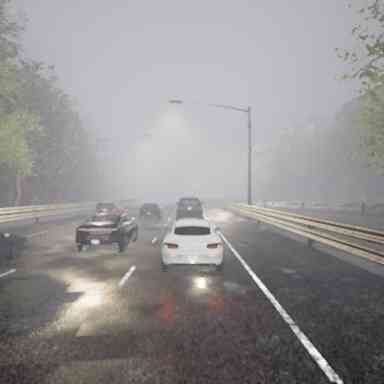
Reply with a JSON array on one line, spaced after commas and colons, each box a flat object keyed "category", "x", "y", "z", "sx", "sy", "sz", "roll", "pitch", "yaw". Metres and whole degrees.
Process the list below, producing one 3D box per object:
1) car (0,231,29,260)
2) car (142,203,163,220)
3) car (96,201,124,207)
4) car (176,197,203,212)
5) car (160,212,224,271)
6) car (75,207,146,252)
[{"category": "car", "x": -6.984, "y": 1.626, "z": 9.896, "sx": 2.033, "sy": 1.411, "sz": 5.357, "roll": 0, "pitch": 0, "yaw": 0}, {"category": "car", "x": -3.781, "y": 1.737, "z": 31.295, "sx": 1.882, "sy": 1.535, "sz": 5.008, "roll": 0, "pitch": -1, "yaw": -1}, {"category": "car", "x": -7.247, "y": 1.596, "z": 29.463, "sx": 2.097, "sy": 1.767, "sz": 4.553, "roll": 0, "pitch": 0, "yaw": -1}, {"category": "car", "x": -0.230, "y": 1.456, "z": 28.821, "sx": 2.150, "sy": 2.045, "sz": 5.566, "roll": 0, "pitch": -1, "yaw": -1}, {"category": "car", "x": 0.008, "y": 1.613, "z": 11.146, "sx": 1.812, "sy": 1.442, "sz": 4.674, "roll": 0, "pitch": 0, "yaw": 0}, {"category": "car", "x": -3.510, "y": 1.606, "z": 14.448, "sx": 2.128, "sy": 1.511, "sz": 4.902, "roll": 0, "pitch": 0, "yaw": 0}]
